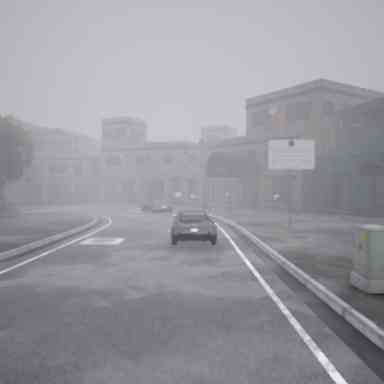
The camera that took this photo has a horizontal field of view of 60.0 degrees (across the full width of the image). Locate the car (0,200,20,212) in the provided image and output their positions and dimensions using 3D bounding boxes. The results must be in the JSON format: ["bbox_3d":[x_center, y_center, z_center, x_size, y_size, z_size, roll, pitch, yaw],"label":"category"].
[{"bbox_3d":[-23.846,1.798,41.308,4.902,1.511,2.128,-2,3,10],"label":"car"}]

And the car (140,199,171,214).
[{"bbox_3d":[-3.563,1.338,32.286,1.994,1.385,4.181,-2,1,-28],"label":"car"}]

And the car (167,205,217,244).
[{"bbox_3d":[0.033,1.502,15.505,1.994,1.385,4.181,0,0,-2],"label":"car"}]
